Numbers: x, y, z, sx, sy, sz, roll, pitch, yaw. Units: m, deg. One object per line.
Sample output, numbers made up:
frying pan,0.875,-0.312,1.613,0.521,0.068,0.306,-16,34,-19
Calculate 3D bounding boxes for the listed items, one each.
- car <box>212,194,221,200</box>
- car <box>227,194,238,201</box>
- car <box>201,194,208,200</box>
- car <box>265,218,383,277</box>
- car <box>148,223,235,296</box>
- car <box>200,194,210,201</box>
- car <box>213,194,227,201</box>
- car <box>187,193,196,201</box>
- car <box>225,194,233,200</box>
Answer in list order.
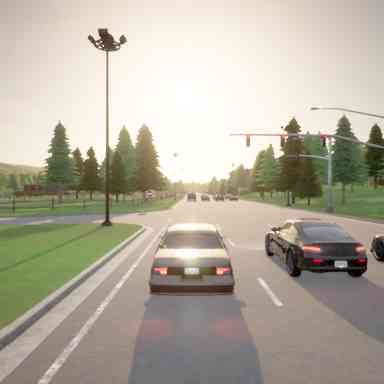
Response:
car,6.949,1.370,93.938,2.033,1.411,5.357,0,0,0
car,10.455,1.586,83.966,1.895,1.301,4.718,0,0,0
car,3.449,1.308,93.936,1.882,1.535,5.008,0,0,0
car,3.514,1.525,10.107,1.812,1.442,4.674,0,0,0
car,0.000,1.547,8.828,2.033,1.411,5.357,0,0,0
car,3.455,1.529,83.516,2.033,1.411,5.357,0,0,0
car,6.955,1.346,83.904,2.097,1.767,4.553,0,0,0
car,-0.045,1.215,83.544,2.150,2.045,5.566,0,0,0
car,10.449,1.354,93.939,1.812,1.442,4.674,0,0,0
